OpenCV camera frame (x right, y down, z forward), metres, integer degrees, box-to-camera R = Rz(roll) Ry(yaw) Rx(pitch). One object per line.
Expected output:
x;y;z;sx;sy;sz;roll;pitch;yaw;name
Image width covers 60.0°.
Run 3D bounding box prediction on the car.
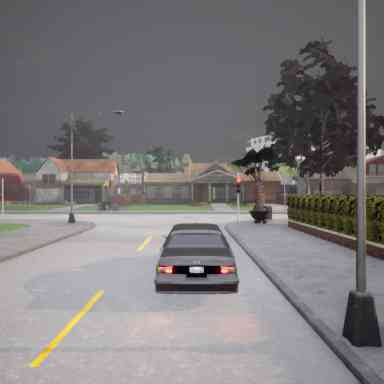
0.103;1.547;8.919;2.033;1.411;5.357;0;0;0;car
